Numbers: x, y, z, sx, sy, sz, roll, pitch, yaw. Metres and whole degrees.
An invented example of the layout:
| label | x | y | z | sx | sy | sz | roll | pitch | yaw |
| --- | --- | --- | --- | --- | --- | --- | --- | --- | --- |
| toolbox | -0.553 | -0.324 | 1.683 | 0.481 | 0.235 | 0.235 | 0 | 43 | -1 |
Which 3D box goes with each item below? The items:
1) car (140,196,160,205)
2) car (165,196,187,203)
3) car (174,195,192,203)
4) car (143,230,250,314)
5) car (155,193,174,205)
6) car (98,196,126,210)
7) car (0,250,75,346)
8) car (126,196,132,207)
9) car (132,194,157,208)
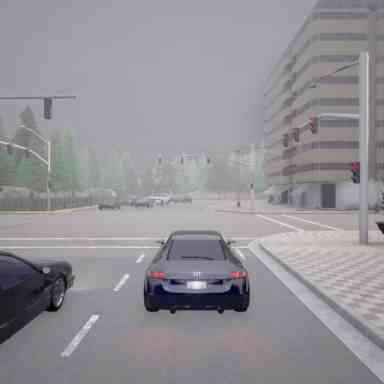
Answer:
| label | x | y | z | sx | sy | sz | roll | pitch | yaw |
| --- | --- | --- | --- | --- | --- | --- | --- | --- | --- |
| car | -7.762 | 1.525 | 62.151 | 1.812 | 1.442 | 4.674 | 0 | 0 | 20 |
| car | -3.367 | 1.539 | 71.538 | 2.033 | 1.411 | 5.357 | 0 | 0 | 31 |
| car | -1.812 | 1.351 | 67.091 | 2.097 | 1.767 | 4.553 | 0 | 0 | 28 |
| car | 0.091 | 1.564 | 7.703 | 1.994 | 1.385 | 4.181 | 0 | 0 | 0 |
| car | -5.545 | 1.220 | 57.578 | 2.150 | 2.045 | 5.566 | 0 | 0 | 15 |
| car | -10.473 | 1.547 | 42.790 | 2.033 | 1.411 | 5.357 | 0 | 0 | 1 |
| car | -3.427 | 1.547 | 4.668 | 2.033 | 1.411 | 5.357 | 0 | 0 | 0 |
| car | -9.847 | 1.351 | 52.258 | 2.097 | 1.767 | 4.553 | 0 | 0 | 6 |
| car | -6.773 | 1.477 | 47.553 | 1.882 | 1.535 | 5.008 | 0 | 0 | 3 |
